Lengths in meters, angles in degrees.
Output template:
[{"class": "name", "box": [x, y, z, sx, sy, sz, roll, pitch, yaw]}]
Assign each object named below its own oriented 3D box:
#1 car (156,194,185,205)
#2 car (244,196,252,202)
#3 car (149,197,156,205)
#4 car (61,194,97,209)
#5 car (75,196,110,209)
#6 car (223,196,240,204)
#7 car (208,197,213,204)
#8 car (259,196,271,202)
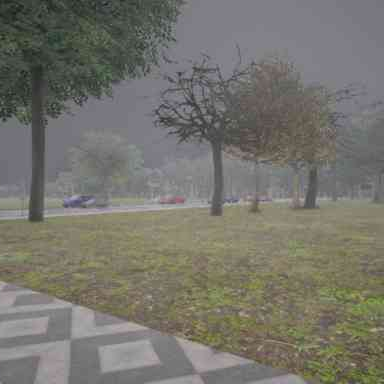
[{"class": "car", "box": [-3.480, 1.332, 60.844, 2.150, 2.045, 5.566, -1, -1, 35]}, {"class": "car", "box": [14.009, 1.674, 79.889, 1.812, 1.442, 4.674, -1, -1, 35]}, {"class": "car", "box": [-6.096, 1.513, 62.771, 2.097, 1.767, 4.553, -1, -1, 35]}, {"class": "car", "box": [-16.252, 1.338, 48.615, 2.150, 2.045, 5.566, -1, 0, 35]}, {"class": "car", "box": [-13.632, 1.646, 46.681, 1.994, 1.385, 4.181, -1, -1, 35]}, {"class": "car", "box": [7.566, 1.574, 65.009, 1.837, 1.490, 4.892, -1, -1, 35]}, {"class": "car", "box": [4.907, 1.668, 66.880, 1.994, 1.385, 4.181, -1, -1, 35]}, {"class": "car", "box": [17.263, 1.670, 78.860, 1.994, 1.385, 4.181, -1, -1, 35]}]
